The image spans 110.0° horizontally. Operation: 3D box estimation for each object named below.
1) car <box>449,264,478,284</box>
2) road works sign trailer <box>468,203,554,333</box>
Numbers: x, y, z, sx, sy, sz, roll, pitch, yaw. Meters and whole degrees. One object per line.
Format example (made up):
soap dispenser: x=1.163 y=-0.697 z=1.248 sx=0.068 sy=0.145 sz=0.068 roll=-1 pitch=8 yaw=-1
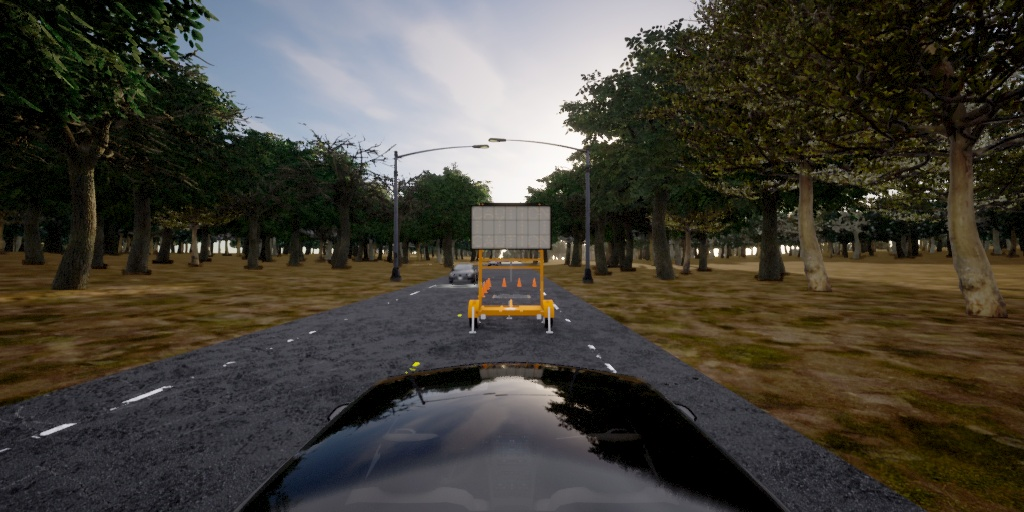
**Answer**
car: x=-3.622 y=1.308 z=27.422 sx=1.812 sy=1.442 sz=4.674 roll=0 pitch=0 yaw=0
road works sign trailer: x=-0.027 y=0.223 z=10.723 sx=2.380 sy=3.560 sz=2.880 roll=0 pitch=0 yaw=0
